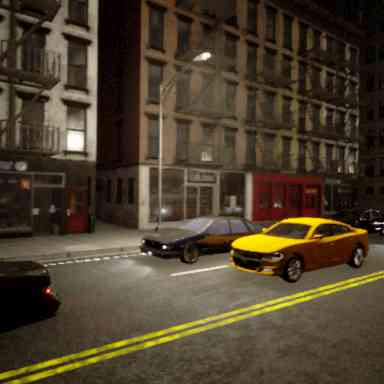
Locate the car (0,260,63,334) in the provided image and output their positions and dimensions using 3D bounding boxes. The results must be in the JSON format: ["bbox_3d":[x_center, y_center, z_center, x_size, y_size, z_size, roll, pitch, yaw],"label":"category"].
[{"bbox_3d":[-4.633,1.537,4.366,5.357,1.411,2.033,1,0,-36],"label":"car"}]

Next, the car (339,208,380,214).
[{"bbox_3d":[8.836,1.646,17.950,4.892,1.490,1.837,1,0,-35],"label":"car"}]

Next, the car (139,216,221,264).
[{"bbox_3d":[0.821,1.609,12.247,5.357,1.411,2.033,1,0,-35],"label":"car"}]

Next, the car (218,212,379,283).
[{"bbox_3d":[3.387,1.546,10.083,5.008,1.535,1.882,1,0,-35],"label":"car"}]

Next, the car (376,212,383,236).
[{"bbox_3d":[6.873,1.435,8.341,4.553,1.767,2.097,1,0,-36],"label":"car"}]
